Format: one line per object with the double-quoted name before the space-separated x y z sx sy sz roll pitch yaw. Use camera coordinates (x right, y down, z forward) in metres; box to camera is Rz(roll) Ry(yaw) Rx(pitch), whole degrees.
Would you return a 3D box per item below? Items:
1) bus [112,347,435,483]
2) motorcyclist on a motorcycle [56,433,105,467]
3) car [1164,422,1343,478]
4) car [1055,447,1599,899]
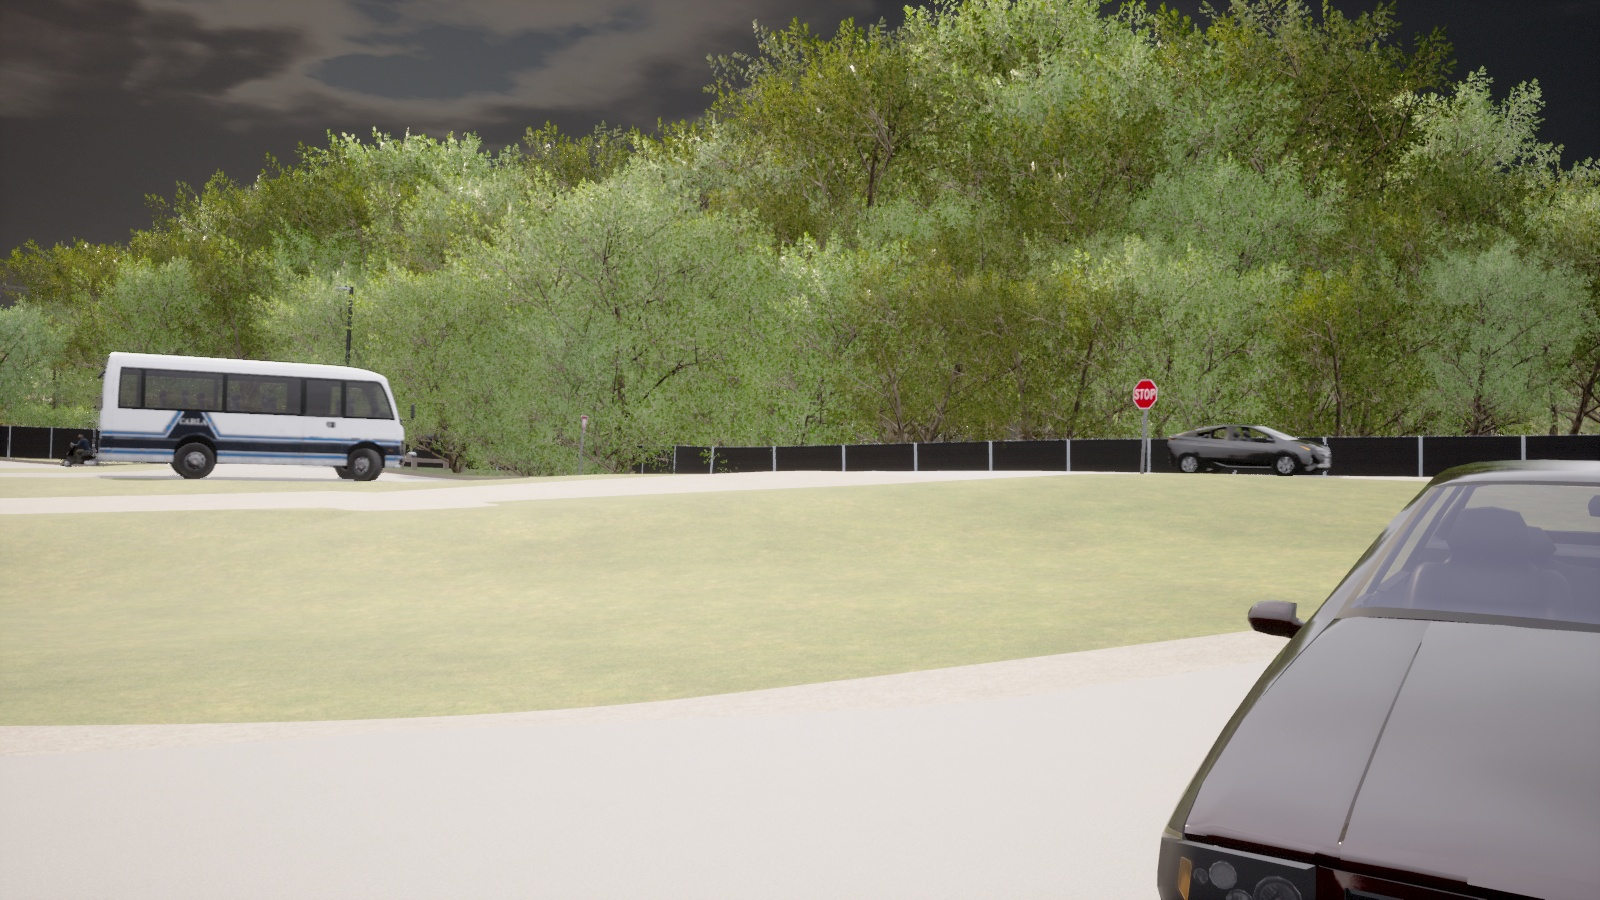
"bus" -19.003 -1.075 45.589 10.273 4.253 3.944 2 -2 -30
"motorcyclist on a motorcycle" -34.111 -0.003 59.559 1.817 1.590 0.866 -1 2 0
"car" 13.221 -0.011 36.750 4.514 1.525 2.007 0 0 40
"car" 2.824 0.751 4.233 2.033 1.411 5.357 2 2 33
